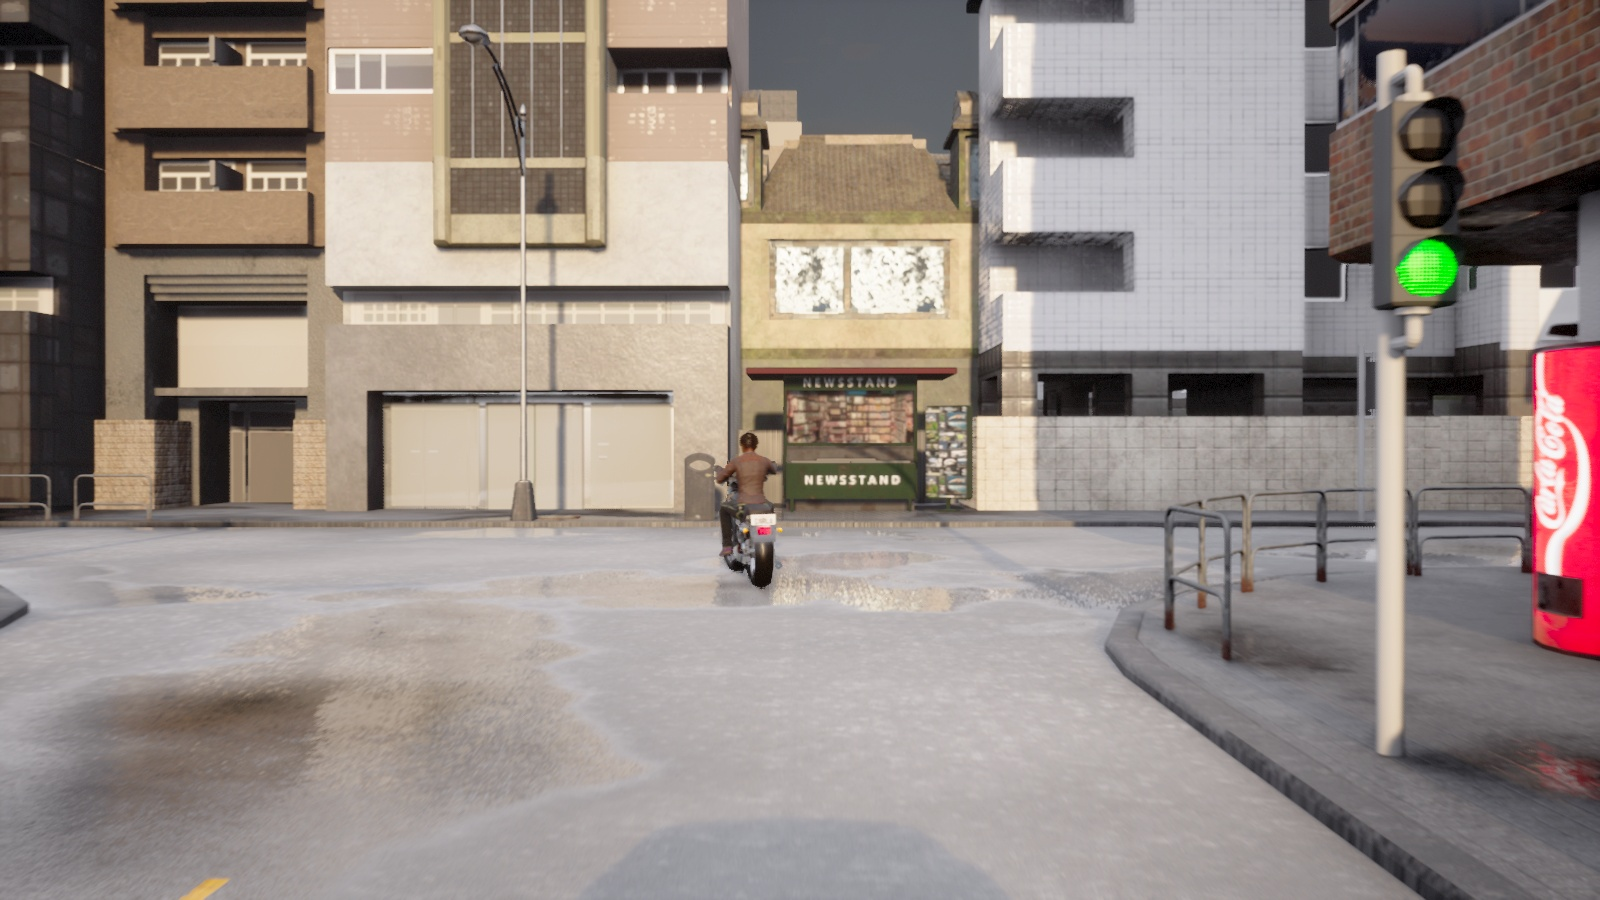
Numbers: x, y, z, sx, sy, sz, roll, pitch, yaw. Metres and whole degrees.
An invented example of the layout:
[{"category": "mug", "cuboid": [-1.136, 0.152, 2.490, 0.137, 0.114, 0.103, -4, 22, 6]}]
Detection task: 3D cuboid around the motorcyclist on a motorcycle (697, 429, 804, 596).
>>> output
[{"category": "motorcyclist on a motorcycle", "cuboid": [-0.586, 0.616, 13.689, 0.766, 1.649, 2.350, -1, 0, -12]}]
